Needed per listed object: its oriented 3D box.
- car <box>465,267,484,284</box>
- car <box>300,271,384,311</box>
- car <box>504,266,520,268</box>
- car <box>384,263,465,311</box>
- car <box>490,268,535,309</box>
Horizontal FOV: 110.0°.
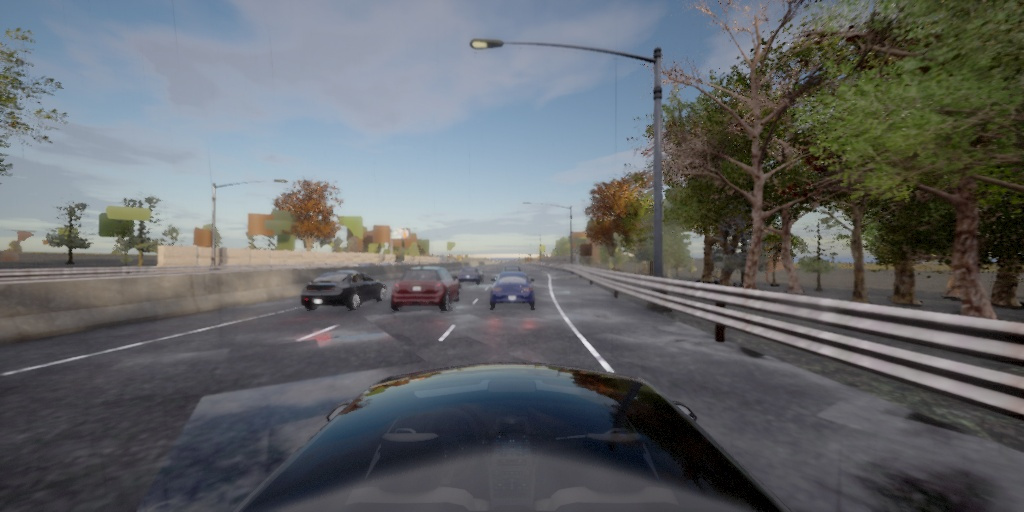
[{"bbox_3d":[-3.463,1.612,30.238,1.994,1.385,4.181,0,-1,0],"label":"car"},{"bbox_3d":[-6.971,1.397,15.354,1.837,1.490,4.892,0,0,1],"label":"car"},{"bbox_3d":[0.037,1.556,30.346,1.837,1.490,4.892,0,0,1],"label":"car"},{"bbox_3d":[-3.470,1.240,15.272,2.097,1.767,4.553,0,-1,1],"label":"car"},{"bbox_3d":[0.033,1.419,15.748,1.812,1.442,4.674,0,0,1],"label":"car"}]
